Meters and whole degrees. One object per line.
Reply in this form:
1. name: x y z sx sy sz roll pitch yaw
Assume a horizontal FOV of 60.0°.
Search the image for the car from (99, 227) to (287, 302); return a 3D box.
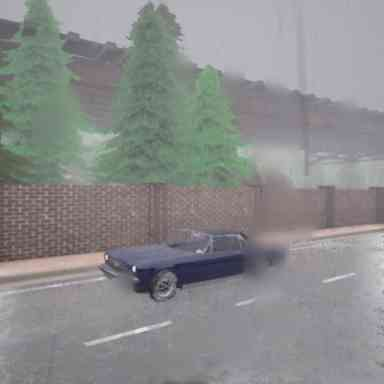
1. car: 0.180 1.612 8.417 4.718 1.301 1.895 0 0 -35
